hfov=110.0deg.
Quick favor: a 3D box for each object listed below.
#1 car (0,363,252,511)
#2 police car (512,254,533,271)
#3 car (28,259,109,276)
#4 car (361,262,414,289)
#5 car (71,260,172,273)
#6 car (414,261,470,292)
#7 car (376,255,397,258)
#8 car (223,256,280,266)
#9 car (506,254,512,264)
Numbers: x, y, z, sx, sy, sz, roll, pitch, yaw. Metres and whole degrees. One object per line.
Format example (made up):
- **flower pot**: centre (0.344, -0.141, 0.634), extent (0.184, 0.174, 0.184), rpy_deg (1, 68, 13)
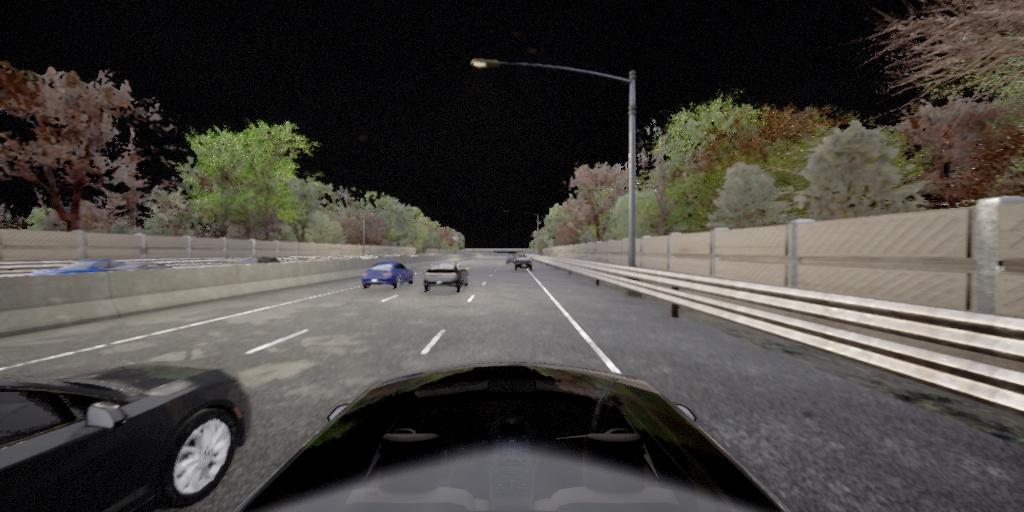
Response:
- **car**: centre (-3.401, 1.258, 1.436), extent (1.837, 1.490, 4.892), rpy_deg (0, 1, 0)
- **police car**: centre (1.212, 0.704, 39.169), extent (1.930, 1.638, 5.238), rpy_deg (0, 1, 0)
- **car**: centre (-24.602, 0.977, 21.004), extent (1.882, 1.535, 5.008), rpy_deg (0, 1, 0)
- **car**: centre (-6.905, 1.034, 20.299), extent (1.812, 1.442, 4.674), rpy_deg (0, 1, 0)
- **car**: centre (-21.101, 1.074, 20.170), extent (1.994, 1.385, 4.181), rpy_deg (0, 1, 0)
- **car**: centre (-3.405, 1.014, 19.212), extent (2.128, 1.511, 4.902), rpy_deg (0, 1, 0)
- **car**: centre (-21.042, 0.513, 61.840), extent (2.128, 1.511, 4.902), rpy_deg (0, 1, 1)
- **car**: centre (-17.599, 0.810, 24.216), extent (2.097, 1.767, 4.553), rpy_deg (0, 1, 0)
- **car**: centre (-0.016, 0.666, 57.753), extent (1.895, 1.301, 4.718), rpy_deg (0, 1, 0)
